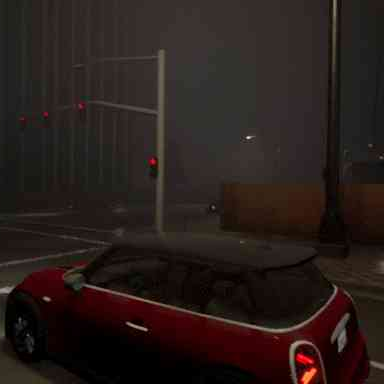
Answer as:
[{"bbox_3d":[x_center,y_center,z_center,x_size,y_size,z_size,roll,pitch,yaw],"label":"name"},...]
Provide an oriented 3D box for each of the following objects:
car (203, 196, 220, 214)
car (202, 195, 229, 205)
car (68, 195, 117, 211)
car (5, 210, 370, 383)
[{"bbox_3d":[3.010,1.321,30.550,1.994,1.385,4.181,1,1,35],"label":"car"},{"bbox_3d":[3.536,1.187,49.788,1.895,1.301,4.718,1,1,35],"label":"car"},{"bbox_3d":[-9.365,1.081,31.536,2.128,1.511,4.902,1,1,35],"label":"car"},{"bbox_3d":[-0.383,1.310,4.222,4.553,1.767,2.097,1,1,36],"label":"car"}]
